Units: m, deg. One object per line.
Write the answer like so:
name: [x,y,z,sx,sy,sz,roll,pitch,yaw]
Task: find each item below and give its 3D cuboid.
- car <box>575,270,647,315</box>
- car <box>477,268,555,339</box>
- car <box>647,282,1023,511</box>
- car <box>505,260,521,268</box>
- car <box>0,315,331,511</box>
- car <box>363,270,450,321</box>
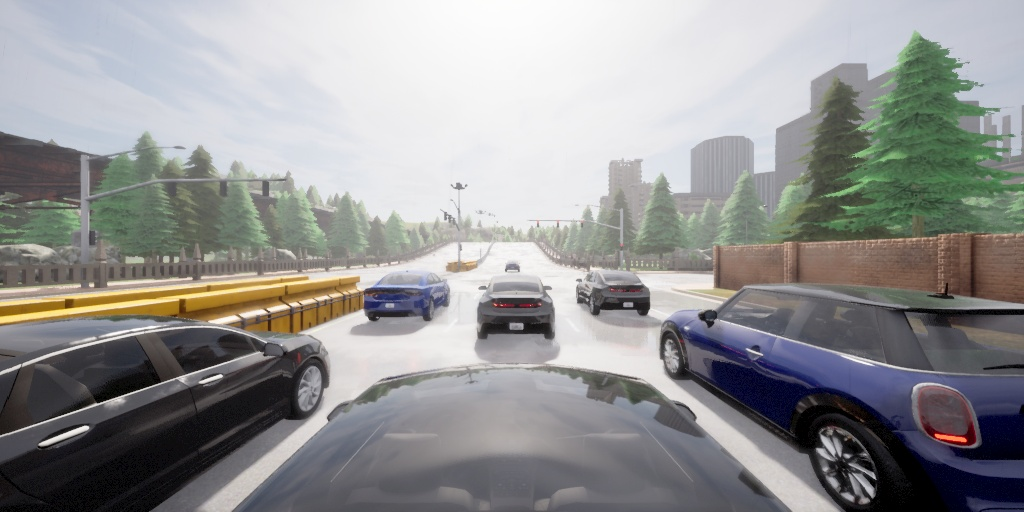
car: [3.614,1.255,13.478,1.837,1.490,4.892,0,0,1]
car: [0.096,1.255,10.043,1.837,1.490,4.892,0,0,0]
car: [3.601,1.102,4.393,2.097,1.767,4.553,0,0,0]
car: [0.068,1.276,46.210,1.812,1.442,4.674,0,0,0]
car: [-3.400,1.255,2.973,1.837,1.490,4.892,0,0,0]
car: [-3.404,1.228,12.466,1.882,1.535,5.008,0,0,0]
